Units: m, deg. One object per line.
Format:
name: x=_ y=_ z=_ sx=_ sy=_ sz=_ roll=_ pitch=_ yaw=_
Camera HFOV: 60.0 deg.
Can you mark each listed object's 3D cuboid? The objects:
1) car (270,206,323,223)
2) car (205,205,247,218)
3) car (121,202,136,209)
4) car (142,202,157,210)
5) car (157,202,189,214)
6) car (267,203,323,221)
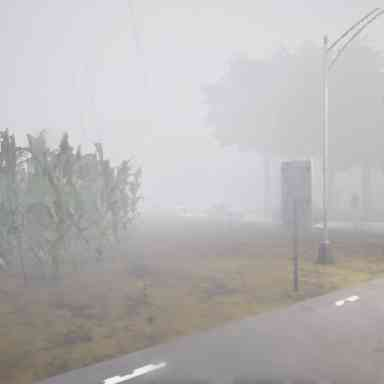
car: x=8.645 y=1.856 z=27.448 sx=1.994 sy=1.385 sz=4.181 roll=-1 pitch=0 yaw=-36
car: x=3.486 y=1.993 z=34.724 sx=1.895 sy=1.301 sz=4.718 roll=-1 pitch=0 yaw=-35
car: x=-11.015 y=2.235 z=55.465 sx=1.812 sy=1.442 sz=4.674 roll=-1 pitch=0 yaw=-35
car: x=-6.288 y=2.213 z=53.603 sx=1.895 sy=1.301 sz=4.718 roll=-1 pitch=0 yaw=-35
car: x=-2.294 y=2.032 z=42.932 sx=1.812 sy=1.442 sz=4.674 roll=-1 pitch=0 yaw=-35
car: x=9.557 y=1.800 z=31.226 sx=1.837 sy=1.490 sz=4.892 roll=-1 pitch=0 yaw=-35
